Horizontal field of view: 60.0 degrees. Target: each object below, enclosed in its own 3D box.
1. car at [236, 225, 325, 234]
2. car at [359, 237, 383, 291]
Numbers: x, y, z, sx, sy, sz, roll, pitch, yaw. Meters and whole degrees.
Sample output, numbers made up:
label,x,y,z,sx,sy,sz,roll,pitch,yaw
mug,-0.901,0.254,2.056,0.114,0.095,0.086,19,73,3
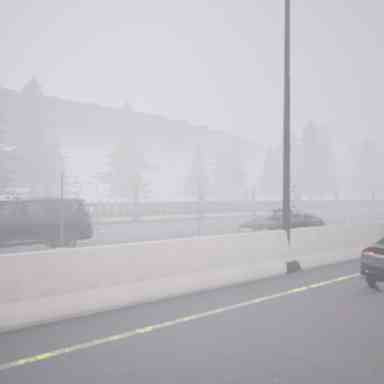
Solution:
label,x,y,z,sx,sy,sz,roll,pitch,yaw
car,4.216,1.579,15.562,4.902,1.511,2.128,1,0,-35
car,5.966,1.558,8.004,4.902,1.511,2.128,0,0,-35
